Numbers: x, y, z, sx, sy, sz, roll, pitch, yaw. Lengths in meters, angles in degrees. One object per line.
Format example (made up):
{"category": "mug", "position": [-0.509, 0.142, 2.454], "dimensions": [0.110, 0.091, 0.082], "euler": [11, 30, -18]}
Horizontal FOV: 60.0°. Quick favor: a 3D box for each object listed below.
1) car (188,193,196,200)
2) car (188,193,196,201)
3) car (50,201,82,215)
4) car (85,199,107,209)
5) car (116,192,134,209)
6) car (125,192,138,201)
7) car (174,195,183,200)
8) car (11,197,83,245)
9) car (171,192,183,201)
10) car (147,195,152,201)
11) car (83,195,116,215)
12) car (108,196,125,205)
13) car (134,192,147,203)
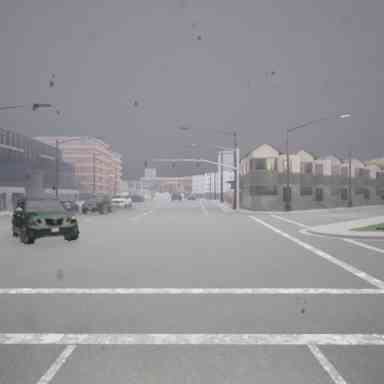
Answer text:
{"category": "car", "position": [-0.081, 1.138, 87.785], "dimensions": [2.097, 1.767, 4.553], "euler": [0, -2, 0]}
{"category": "car", "position": [-0.071, 1.419, 77.825], "dimensions": [1.895, 1.301, 4.718], "euler": [0, -1, 0]}
{"category": "car", "position": [-14.145, 1.736, 37.545], "dimensions": [1.812, 1.442, 4.674], "euler": [0, -1, 0]}
{"category": "car", "position": [-14.137, 1.728, 49.067], "dimensions": [1.994, 1.385, 4.181], "euler": [0, 0, 0]}
{"category": "car", "position": [-10.642, 1.377, 50.069], "dimensions": [2.150, 2.045, 5.566], "euler": [0, 0, 0]}
{"category": "car", "position": [-14.071, 1.048, 77.559], "dimensions": [2.150, 2.045, 5.566], "euler": [0, 0, 0]}
{"category": "car", "position": [-3.581, 1.478, 87.804], "dimensions": [2.128, 1.511, 4.902], "euler": [0, -2, 0]}
{"category": "car", "position": [-7.496, 1.301, 16.528], "dimensions": [2.150, 2.045, 5.566], "euler": [-1, 0, -36]}
{"category": "car", "position": [-3.570, 1.050, 77.111], "dimensions": [2.150, 2.045, 5.566], "euler": [0, 0, 0]}
{"category": "car", "position": [-10.573, 1.354, 79.675], "dimensions": [1.812, 1.442, 4.674], "euler": [0, 0, 0]}
{"category": "car", "position": [-10.637, 1.430, 37.490], "dimensions": [2.150, 2.045, 5.566], "euler": [0, -1, 0]}
{"category": "car", "position": [-14.109, 1.494, 62.332], "dimensions": [2.033, 1.411, 5.357], "euler": [0, 1, 0]}
{"category": "car", "position": [-10.596, 1.375, 65.263], "dimensions": [1.882, 1.535, 5.008], "euler": [0, 1, 0]}
